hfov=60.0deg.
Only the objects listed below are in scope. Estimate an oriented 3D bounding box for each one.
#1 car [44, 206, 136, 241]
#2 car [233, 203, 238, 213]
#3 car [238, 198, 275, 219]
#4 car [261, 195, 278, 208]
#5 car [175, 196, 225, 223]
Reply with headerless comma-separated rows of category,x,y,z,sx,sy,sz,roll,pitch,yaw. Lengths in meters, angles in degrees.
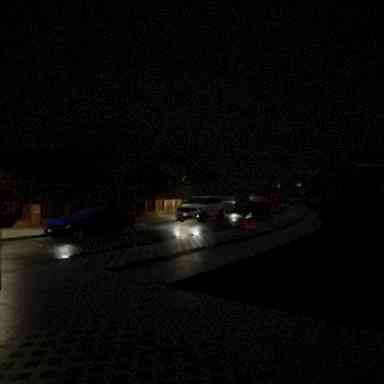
car,-5.119,1.526,17.288,1.882,1.535,5.008,0,-1,34
car,6.138,1.627,39.154,1.882,1.535,5.008,0,0,19
car,6.051,1.624,30.819,1.837,1.490,4.892,0,0,25
car,12.390,1.419,53.229,2.150,2.045,5.566,0,0,8
car,0.799,1.319,26.735,2.150,2.045,5.566,0,0,28
